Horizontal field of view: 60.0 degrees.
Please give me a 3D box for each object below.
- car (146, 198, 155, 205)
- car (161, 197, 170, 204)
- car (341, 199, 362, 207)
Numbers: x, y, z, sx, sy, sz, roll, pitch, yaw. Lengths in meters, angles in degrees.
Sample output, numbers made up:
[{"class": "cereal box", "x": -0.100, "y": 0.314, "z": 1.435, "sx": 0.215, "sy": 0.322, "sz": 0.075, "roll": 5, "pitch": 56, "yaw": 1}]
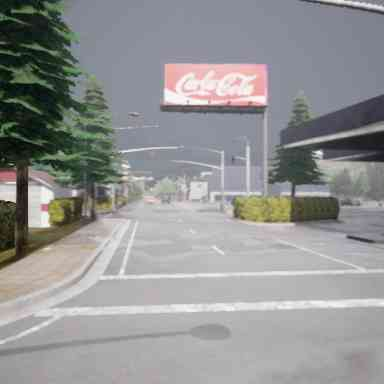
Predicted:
[{"class": "car", "x": -9.233, "y": 2.060, "z": 74.108, "sx": 1.882, "sy": 1.535, "sz": 5.008, "roll": 0, "pitch": -1, "yaw": -8}, {"class": "car", "x": -6.089, "y": 1.977, "z": 76.905, "sx": 2.128, "sy": 1.511, "sz": 4.902, "roll": 0, "pitch": -1, "yaw": -8}, {"class": "car", "x": 30.820, "y": 2.046, "z": 64.557, "sx": 2.007, "sy": 1.523, "sz": 4.514, "roll": 0, "pitch": -1, "yaw": -8}]
